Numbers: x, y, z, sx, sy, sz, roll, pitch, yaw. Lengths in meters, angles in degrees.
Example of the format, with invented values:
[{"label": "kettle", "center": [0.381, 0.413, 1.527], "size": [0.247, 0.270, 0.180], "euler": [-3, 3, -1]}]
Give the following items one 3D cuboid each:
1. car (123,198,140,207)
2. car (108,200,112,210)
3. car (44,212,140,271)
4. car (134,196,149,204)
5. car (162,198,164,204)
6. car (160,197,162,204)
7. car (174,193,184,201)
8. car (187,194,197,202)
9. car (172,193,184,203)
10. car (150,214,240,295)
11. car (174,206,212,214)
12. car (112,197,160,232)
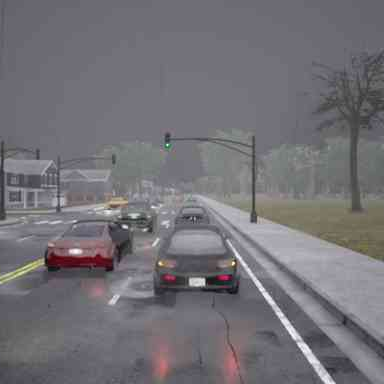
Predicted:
[{"label": "car", "center": [-9.842, 1.634, 54.355], "size": [1.994, 1.385, 4.181], "euler": [0, 0, 0]}, {"label": "car", "center": [-9.858, 1.540, 44.415], "size": [1.882, 1.535, 5.008], "euler": [0, 0, -1]}, {"label": "car", "center": [-3.151, 1.582, 10.997], "size": [1.994, 1.385, 4.181], "euler": [0, 0, 0]}, {"label": "car", "center": [-9.795, 1.571, 64.853], "size": [2.128, 1.511, 4.902], "euler": [0, 0, 1]}, {"label": "car", "center": [-6.554, 1.642, 64.764], "size": [1.994, 1.385, 4.181], "euler": [0, 0, 0]}, {"label": "car", "center": [-6.599, 1.562, 54.738], "size": [2.128, 1.511, 4.902], "euler": [0, 0, 0]}, {"label": "car", "center": [-3.265, 1.169, 85.031], "size": [2.150, 2.045, 5.566], "euler": [0, 0, 0]}, {"label": "car", "center": [-0.013, 1.632, 74.996], "size": [1.994, 1.385, 4.181], "euler": [0, 0, 0]}, {"label": "car", "center": [-3.263, 1.435, 74.966], "size": [2.097, 1.767, 4.553], "euler": [0, 0, 0]}, {"label": "car", "center": [0.099, 1.540, 8.604], "size": [1.812, 1.442, 4.674], "euler": [0, 0, 0]}, {"label": "car", "center": [0.046, 1.538, 18.981], "size": [1.837, 1.490, 4.892], "euler": [0, 0, 0]}, {"label": "car", "center": [-3.305, 1.384, 20.387], "size": [2.097, 1.767, 4.553], "euler": [0, 0, -3]}]
